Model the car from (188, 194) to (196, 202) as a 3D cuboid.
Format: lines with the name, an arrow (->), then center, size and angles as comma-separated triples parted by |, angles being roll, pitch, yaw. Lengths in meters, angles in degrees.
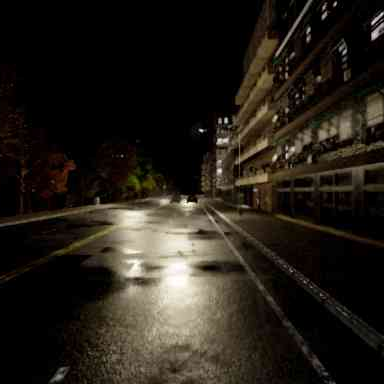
car -> 0.037, 1.306, 73.601 | 1.837, 1.490, 4.892 | 0, 0, 0

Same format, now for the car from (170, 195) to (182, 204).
car -> -3.218, 1.500, 63.596 | 1.812, 1.442, 4.674 | 0, 0, 0

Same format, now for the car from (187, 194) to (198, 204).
car -> 0.033, 1.327, 63.565 | 2.097, 1.767, 4.553 | 0, 0, 0

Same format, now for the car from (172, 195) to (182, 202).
car -> -3.213, 1.346, 73.603 | 2.033, 1.411, 5.357 | 0, 0, 0
